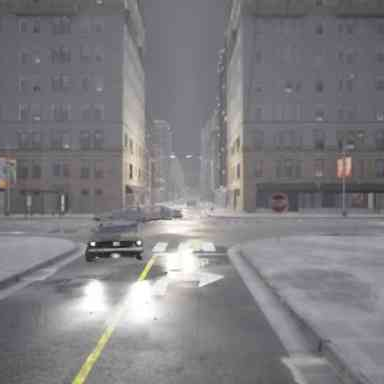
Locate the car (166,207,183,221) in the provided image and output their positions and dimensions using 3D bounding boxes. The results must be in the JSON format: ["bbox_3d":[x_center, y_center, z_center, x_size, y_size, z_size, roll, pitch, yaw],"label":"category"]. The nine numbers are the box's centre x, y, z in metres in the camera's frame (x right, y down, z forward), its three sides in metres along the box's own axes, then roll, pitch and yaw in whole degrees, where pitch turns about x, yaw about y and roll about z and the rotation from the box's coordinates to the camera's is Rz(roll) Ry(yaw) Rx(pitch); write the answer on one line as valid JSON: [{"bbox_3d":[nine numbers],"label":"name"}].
[{"bbox_3d":[-3.471,1.872,29.748,5.357,1.411,2.033,0,-1,0],"label":"car"}]

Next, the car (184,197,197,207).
[{"bbox_3d":[-0.057,2.258,68.081,2.128,1.511,4.902,0,-1,0],"label":"car"}]

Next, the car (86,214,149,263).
[{"bbox_3d":[-2.829,1.741,12.722,1.895,1.301,4.718,0,-1,-11],"label":"car"}]

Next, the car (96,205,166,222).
[{"bbox_3d":[-5.058,1.840,26.498,5.357,1.411,2.033,0,-1,0],"label":"car"}]
